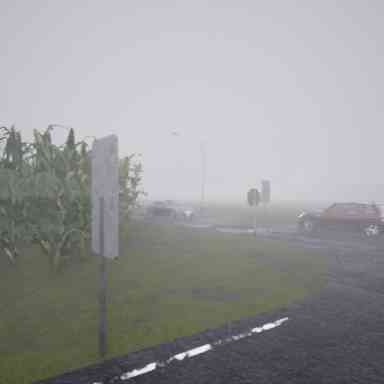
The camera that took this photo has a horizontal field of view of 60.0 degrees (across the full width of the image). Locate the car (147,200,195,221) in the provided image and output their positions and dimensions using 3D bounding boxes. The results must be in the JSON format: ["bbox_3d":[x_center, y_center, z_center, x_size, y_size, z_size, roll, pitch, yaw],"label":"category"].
[{"bbox_3d":[-1.693,1.356,25.912,2.128,1.511,4.902,0,0,-36],"label":"car"}]

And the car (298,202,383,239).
[{"bbox_3d":[7.891,1.280,17.222,4.553,1.767,2.097,1,-1,45],"label":"car"}]
